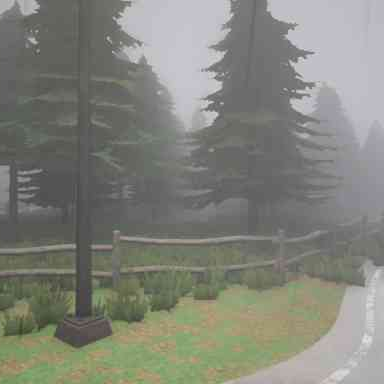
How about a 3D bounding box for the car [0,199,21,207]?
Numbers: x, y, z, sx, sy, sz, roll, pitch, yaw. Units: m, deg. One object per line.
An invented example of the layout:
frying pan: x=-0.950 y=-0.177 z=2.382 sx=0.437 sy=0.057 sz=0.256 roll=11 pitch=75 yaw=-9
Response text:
car: x=-19.308 y=1.453 z=35.323 sx=2.128 sy=1.511 sz=4.902 roll=0 pitch=0 yaw=3
